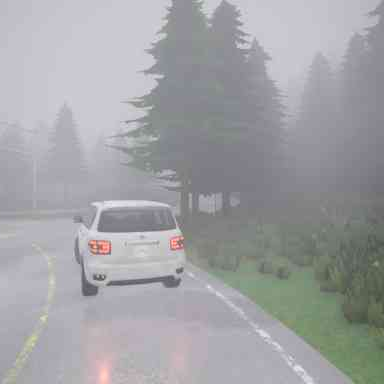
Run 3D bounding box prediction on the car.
[{"bbox_3d":[-1.901,1.221,8.996,2.150,2.045,5.566,0,0,-20],"label":"car"}]
